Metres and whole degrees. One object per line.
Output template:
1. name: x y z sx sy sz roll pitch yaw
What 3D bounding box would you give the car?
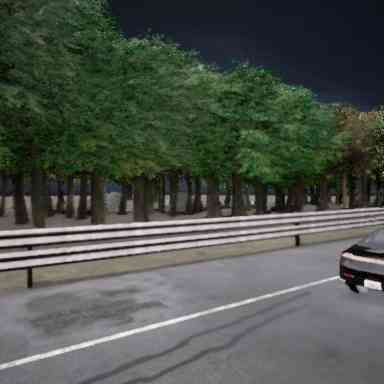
1. car: 5.296 1.486 7.524 4.902 1.511 2.128 0 0 -35
